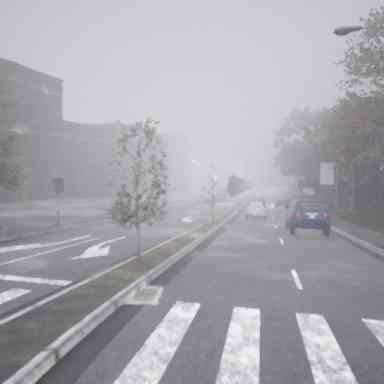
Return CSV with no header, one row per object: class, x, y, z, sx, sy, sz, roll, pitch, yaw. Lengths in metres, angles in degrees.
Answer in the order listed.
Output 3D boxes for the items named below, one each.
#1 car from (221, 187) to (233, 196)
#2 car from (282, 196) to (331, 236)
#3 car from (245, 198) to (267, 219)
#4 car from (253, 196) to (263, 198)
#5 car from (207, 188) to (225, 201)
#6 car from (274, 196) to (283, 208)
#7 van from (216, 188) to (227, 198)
car,8.885,-0.073,83.378,2.435,2.045,5.566,1,2,12
car,6.994,1.435,20.492,2.150,2.045,5.566,1,0,12
car,5.916,1.655,30.785,1.812,1.442,4.674,1,1,12
car,8.867,1.310,44.638,2.128,1.511,4.902,1,2,12
car,4.132,0.480,61.714,2.435,2.045,5.566,1,2,12
car,12.369,1.361,45.767,1.837,1.490,4.892,1,2,12
van,6.489,0.238,72.461,1.878,1.987,4.442,1,2,12
